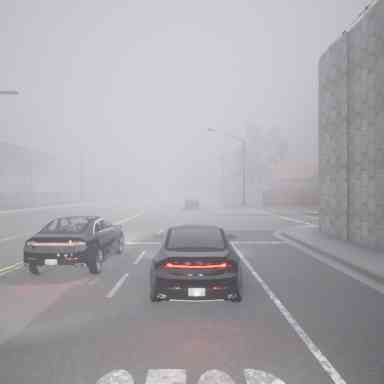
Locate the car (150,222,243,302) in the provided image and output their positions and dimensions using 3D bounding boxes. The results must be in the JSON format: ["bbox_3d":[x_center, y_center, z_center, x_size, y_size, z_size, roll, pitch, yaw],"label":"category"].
[{"bbox_3d":[0.078,1.505,8.241,1.837,1.490,4.892,0,0,0],"label":"car"}]

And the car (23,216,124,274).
[{"bbox_3d":[-3.430,1.492,10.509,2.128,1.511,4.902,0,0,0],"label":"car"}]

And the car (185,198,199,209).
[{"bbox_3d":[-0.026,1.491,44.224,2.128,1.511,4.902,0,0,0],"label":"car"}]
